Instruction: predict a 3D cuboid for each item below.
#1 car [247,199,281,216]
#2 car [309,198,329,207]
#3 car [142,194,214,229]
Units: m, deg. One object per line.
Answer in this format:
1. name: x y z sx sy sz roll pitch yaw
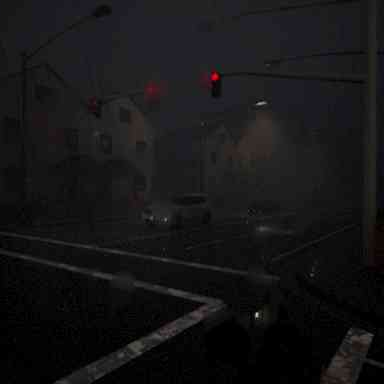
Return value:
1. car: 7.106 1.429 32.405 1.837 1.490 4.892 0 1 36
2. car: 18.620 1.494 48.497 1.994 1.385 4.181 0 0 35
3. car: -0.725 1.146 21.378 2.150 2.045 5.566 0 0 35
